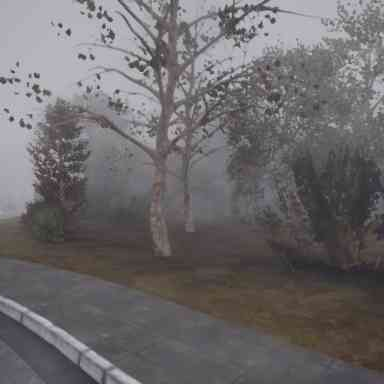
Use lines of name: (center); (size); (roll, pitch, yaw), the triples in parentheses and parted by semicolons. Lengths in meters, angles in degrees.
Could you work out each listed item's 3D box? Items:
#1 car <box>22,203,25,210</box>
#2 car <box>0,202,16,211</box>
car: (-31.362, 2.415, 65.396); (2.150, 2.045, 5.566); (0, -2, -7)
car: (-29.931, 2.272, 53.178); (2.128, 1.511, 4.902); (0, -2, -6)
